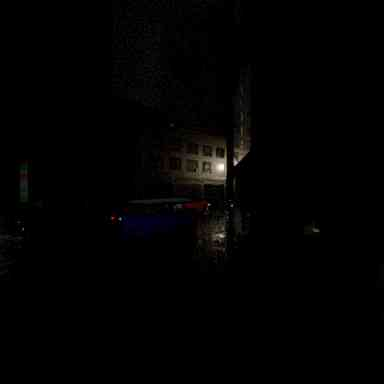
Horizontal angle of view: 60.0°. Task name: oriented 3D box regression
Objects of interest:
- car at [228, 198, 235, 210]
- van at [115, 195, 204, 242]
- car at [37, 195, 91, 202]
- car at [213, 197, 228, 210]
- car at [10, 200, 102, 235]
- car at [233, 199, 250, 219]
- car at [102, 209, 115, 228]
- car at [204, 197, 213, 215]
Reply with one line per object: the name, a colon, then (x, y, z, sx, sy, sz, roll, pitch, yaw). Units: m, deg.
car: (5.396, 1.074, 35.010, 2.128, 1.511, 4.902, 0, 1, 36)
van: (-1.366, 1.208, 15.453, 1.690, 1.788, 3.998, 1, 1, 36)
car: (-8.304, 1.123, 20.406, 2.192, 1.841, 5.009, 1, 1, 36)
car: (1.474, 1.167, 34.105, 1.947, 1.339, 4.313, 1, 2, 36)
car: (-6.592, 1.383, 18.237, 2.033, 1.411, 5.357, 0, 1, 36)
car: (5.151, 1.280, 24.585, 2.008, 1.369, 4.403, 1, 1, 36)
car: (-2.172, 1.371, 18.672, 2.033, 1.411, 5.357, 0, 1, 33)
car: (-0.607, 1.062, 26.618, 2.097, 1.767, 4.553, 0, 1, 36)
